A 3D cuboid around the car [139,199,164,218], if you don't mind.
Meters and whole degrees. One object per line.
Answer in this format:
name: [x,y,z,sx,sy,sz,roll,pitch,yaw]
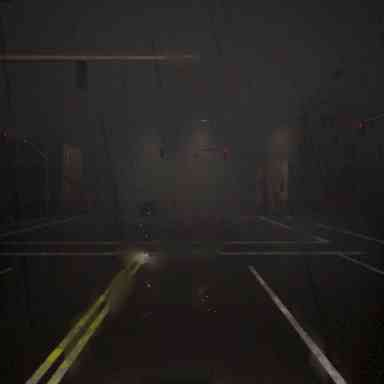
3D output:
car: [-3.500,1.448,29.444,1.837,1.490,4.892,0,1,0]
